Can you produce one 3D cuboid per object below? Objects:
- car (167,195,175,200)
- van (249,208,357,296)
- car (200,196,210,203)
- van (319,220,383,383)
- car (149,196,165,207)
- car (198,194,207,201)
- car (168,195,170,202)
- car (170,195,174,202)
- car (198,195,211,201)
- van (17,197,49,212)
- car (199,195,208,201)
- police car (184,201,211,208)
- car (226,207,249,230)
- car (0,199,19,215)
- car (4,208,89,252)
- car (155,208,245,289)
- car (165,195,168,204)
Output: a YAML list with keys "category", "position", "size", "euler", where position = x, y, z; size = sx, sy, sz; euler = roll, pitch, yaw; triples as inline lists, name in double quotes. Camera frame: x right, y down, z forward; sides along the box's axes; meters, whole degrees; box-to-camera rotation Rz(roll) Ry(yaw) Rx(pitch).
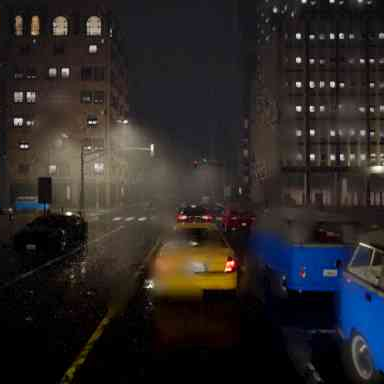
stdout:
- category: "car"
  position: [-5.671, 1.441, 91.325]
  size: [1.752, 1.417, 4.829]
  euler: [1, 0, 0]
- category: "van"
  position: [2.704, 1.340, 8.335]
  size: [1.690, 1.788, 3.998]
  euler: [1, 0, 0]
- category: "car"
  position: [2.707, 1.493, 68.887]
  size: [1.887, 1.381, 4.507]
  euler: [1, 0, 0]
- category: "van"
  position: [2.704, 1.341, 2.758]
  size: [1.690, 1.788, 3.998]
  euler: [1, 0, 0]
- category: "car"
  position: [-5.676, 1.554, 51.934]
  size: [1.802, 1.307, 4.206]
  euler: [1, 0, 0]
- category: "car"
  position: [2.710, 1.364, 85.842]
  size: [1.967, 1.590, 4.097]
  euler: [1, 0, 0]
- category: "car"
  position: [-5.674, 1.538, 63.237]
  size: [1.802, 1.307, 4.206]
  euler: [1, 0, 0]
- category: "car"
  position: [-5.673, 1.491, 74.540]
  size: [2.008, 1.369, 4.403]
  euler: [1, 0, 0]
- category: "car"
  position: [2.706, 1.507, 63.235]
  size: [2.008, 1.369, 4.403]
  euler: [1, 0, 0]
- category: "van"
  position: [-19.731, 1.511, 40.805]
  size: [3.998, 1.788, 1.690]
  euler: [0, 0, 1]
- category: "car"
  position: [2.708, 1.483, 80.189]
  size: [2.008, 1.369, 4.403]
  euler: [1, 0, 0]
- category: "police car"
  position: [0.106, 1.498, 19.415]
  size: [2.038, 1.542, 4.974]
  euler: [0, 0, 0]
- category: "car"
  position: [2.702, 1.539, 19.489]
  size: [1.887, 1.381, 4.507]
  euler: [1, 0, 0]
- category: "car"
  position: [-19.840, 1.609, 32.423]
  size: [4.403, 1.369, 2.008]
  euler: [0, 0, 1]
- category: "car"
  position: [-5.679, 1.562, 13.919]
  size: [1.947, 1.339, 4.313]
  euler: [1, 0, 0]
- category: "car"
  position: [0.098, 1.455, 9.095]
  size: [1.801, 1.575, 5.366]
  euler: [0, 0, 0]
- category: "car"
  position: [-5.672, 1.405, 57.586]
  size: [1.967, 1.590, 4.097]
  euler: [1, 0, 0]
